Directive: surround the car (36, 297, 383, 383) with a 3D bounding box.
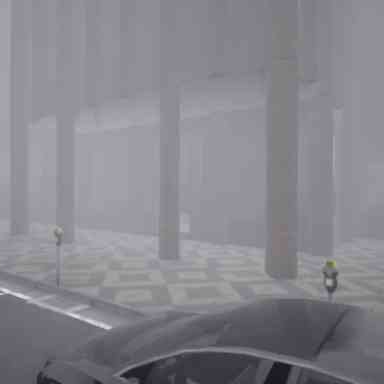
[{"bbox_3d":[0.613,1.561,2.526,4.313,1.339,1.947,0,0,35],"label":"car"}]
